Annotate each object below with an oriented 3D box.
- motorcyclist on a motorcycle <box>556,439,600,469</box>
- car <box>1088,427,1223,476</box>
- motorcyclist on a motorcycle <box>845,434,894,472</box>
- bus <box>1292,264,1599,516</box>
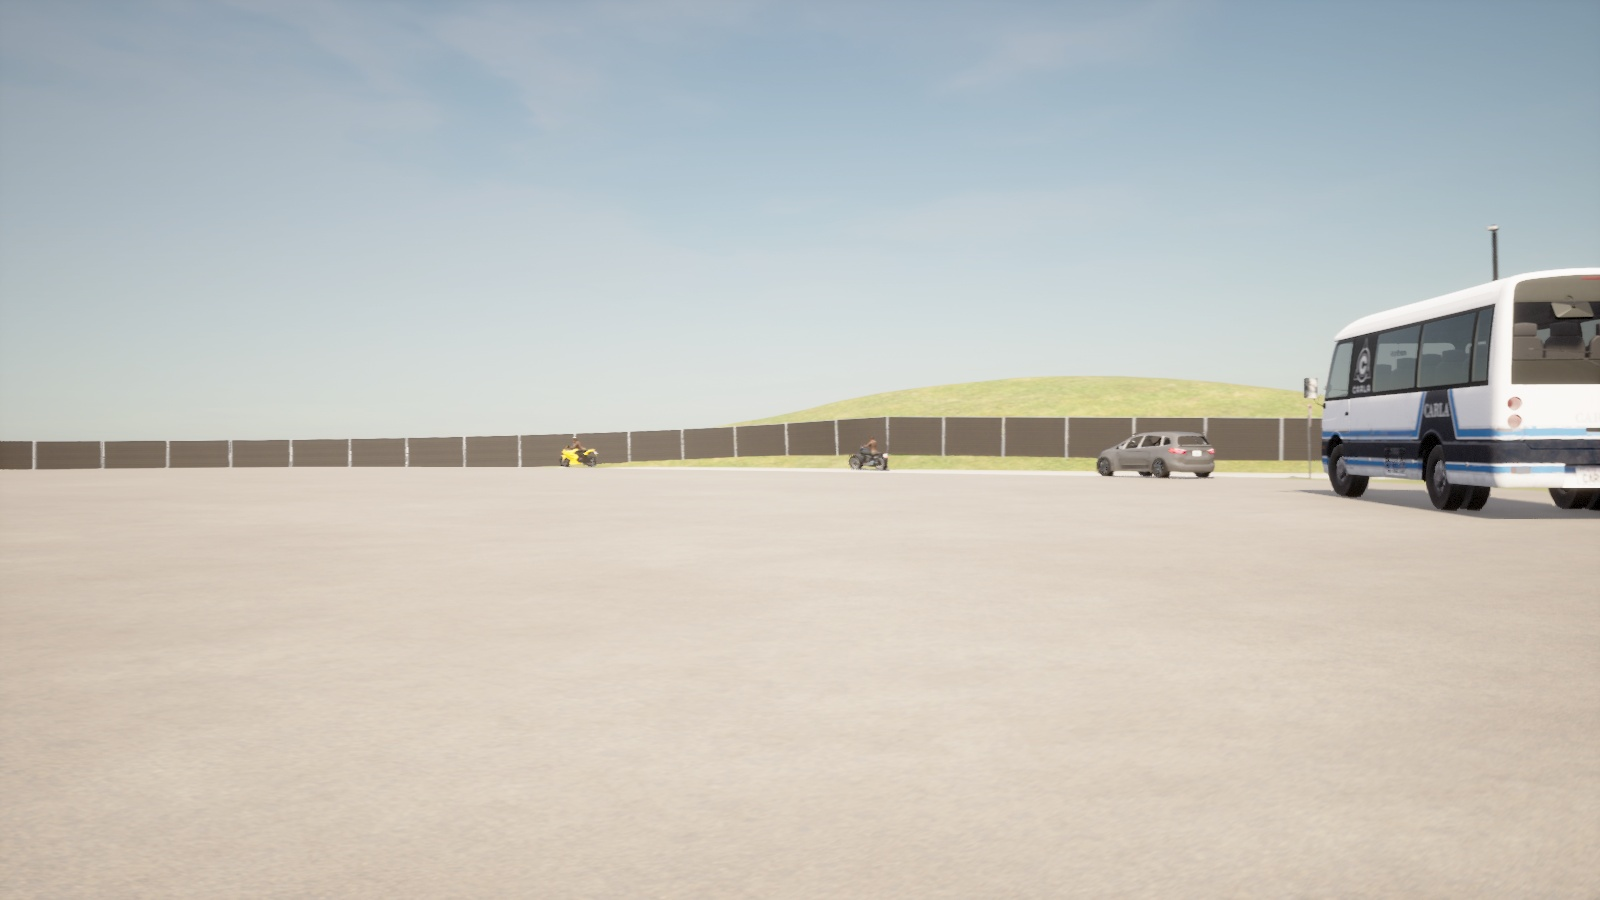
[{"bbox_3d":[-11.282,0.193,63.758,2.044,1.523,0.797,0,0,12],"label":"motorcyclist on a motorcycle"},{"bbox_3d":[12.893,0.045,45.808,2.242,1.667,4.611,0,0,-26],"label":"car"},{"bbox_3d":[3.125,0.131,57.037,0.766,1.649,2.350,-2,1,-41],"label":"motorcyclist on a motorcycle"},{"bbox_3d":[13.837,-1.058,26.368,3.944,4.253,10.273,0,1,6],"label":"bus"}]
